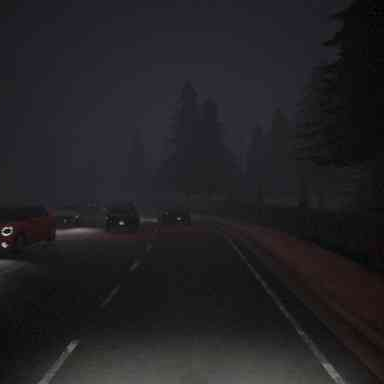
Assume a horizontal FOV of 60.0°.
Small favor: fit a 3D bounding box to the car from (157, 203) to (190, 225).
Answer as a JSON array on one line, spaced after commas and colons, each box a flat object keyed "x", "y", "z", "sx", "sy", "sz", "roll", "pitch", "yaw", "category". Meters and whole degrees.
[{"x": -1.329, "y": 1.522, "z": 23.710, "sx": 1.812, "sy": 1.442, "sz": 4.674, "roll": 0, "pitch": 0, "yaw": -12, "category": "car"}]

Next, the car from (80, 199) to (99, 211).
[{"x": -12.587, "y": 1.541, "z": 39.393, "sx": 2.033, "sy": 1.411, "sz": 5.357, "roll": 0, "pitch": 0, "yaw": -39, "category": "car"}]

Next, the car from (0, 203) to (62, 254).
[{"x": -7.228, "y": 1.350, "z": 13.373, "sx": 2.097, "sy": 1.767, "sz": 4.553, "roll": 0, "pitch": 0, "yaw": -2, "category": "car"}]

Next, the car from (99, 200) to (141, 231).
[{"x": -4.265, "y": 1.488, "z": 20.732, "sx": 2.128, "sy": 1.511, "sz": 4.902, "roll": 0, "pitch": 0, "yaw": -9, "category": "car"}]

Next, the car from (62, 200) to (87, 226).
[{"x": -8.480, "y": 1.522, "z": 22.942, "sx": 1.812, "sy": 1.442, "sz": 4.674, "roll": 0, "pitch": 0, "yaw": -15, "category": "car"}]

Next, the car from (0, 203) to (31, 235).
[{"x": -11.317, "y": 1.489, "z": 19.499, "sx": 2.128, "sy": 1.511, "sz": 4.902, "roll": 0, "pitch": 0, "yaw": -9, "category": "car"}]
